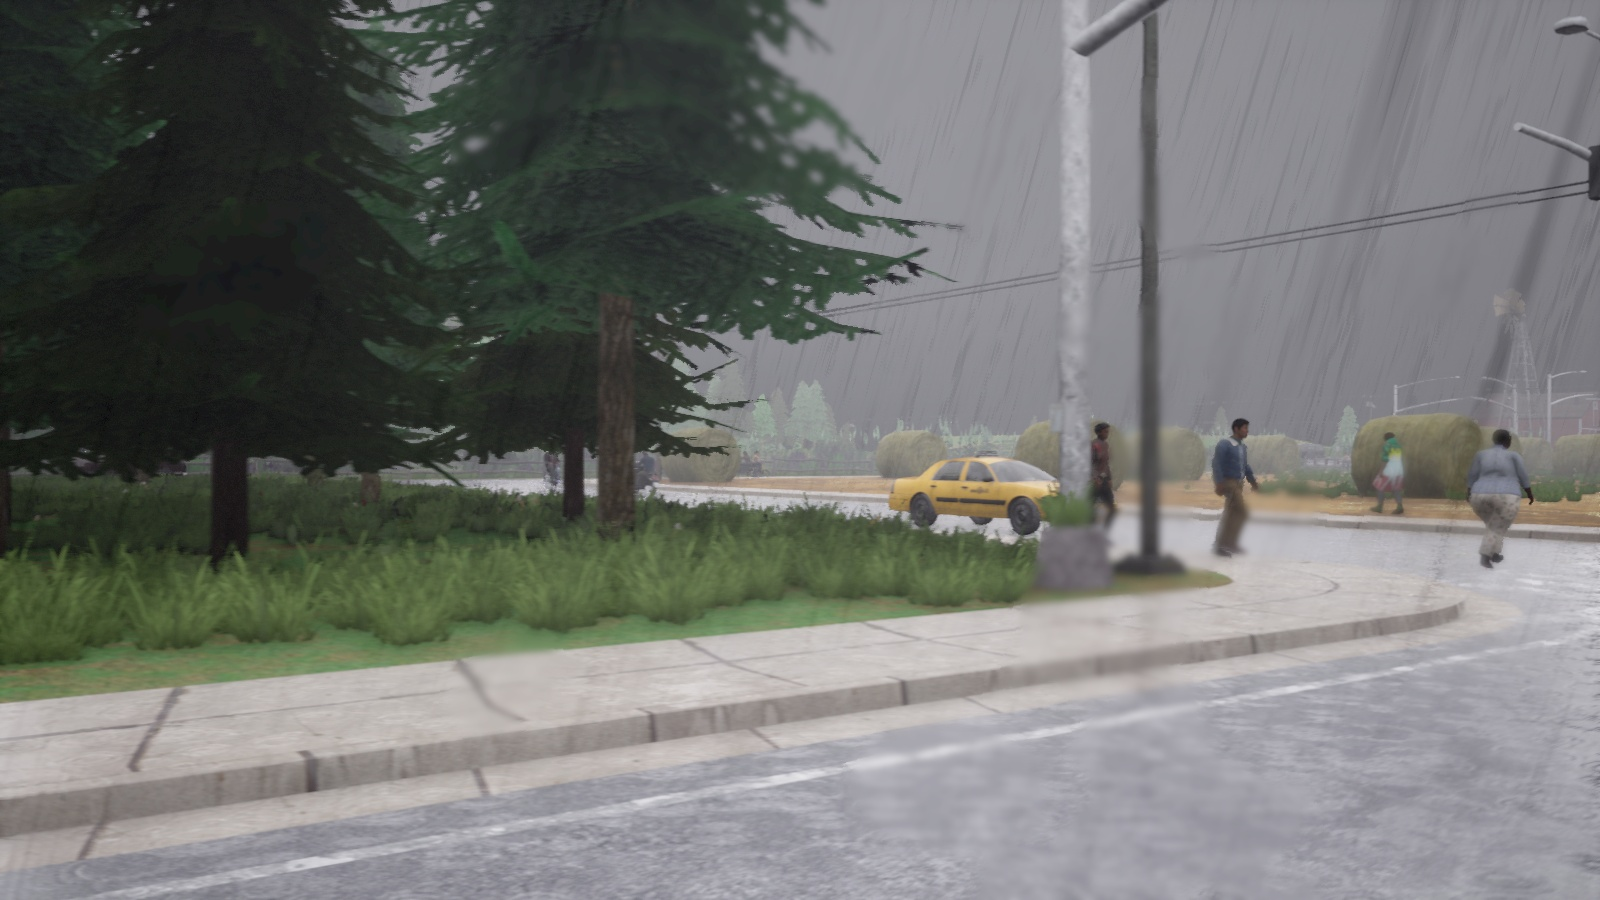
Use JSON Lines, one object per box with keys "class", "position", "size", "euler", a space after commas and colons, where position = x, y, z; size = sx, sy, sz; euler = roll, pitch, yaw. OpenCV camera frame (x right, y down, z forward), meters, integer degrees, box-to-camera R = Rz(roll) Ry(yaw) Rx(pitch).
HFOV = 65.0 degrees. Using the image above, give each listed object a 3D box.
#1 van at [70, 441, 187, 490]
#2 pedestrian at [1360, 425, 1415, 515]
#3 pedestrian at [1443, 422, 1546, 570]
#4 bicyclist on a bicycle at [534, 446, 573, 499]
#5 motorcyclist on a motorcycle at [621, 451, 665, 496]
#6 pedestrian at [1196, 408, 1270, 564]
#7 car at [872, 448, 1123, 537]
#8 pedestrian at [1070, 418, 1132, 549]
{"class": "van", "position": [-29.502, 0.658, 55.199], "size": [4.480, 2.038, 2.069], "euler": [0, 0, -30]}
{"class": "pedestrian", "position": [13.007, 0.444, 27.813], "size": [0.659, 1.952, 0.873], "euler": [0, 0, -25]}
{"class": "pedestrian", "position": [9.038, 0.582, 16.348], "size": [0.900, 1.855, 0.874], "euler": [0, 0, -37]}
{"class": "bicyclist on a bicycle", "position": [-8.567, 0.767, 43.572], "size": [0.659, 1.776, 1.843], "euler": [0, 0, -34]}
{"class": "motorcyclist on a motorcycle", "position": [-5.700, 0.849, 45.580], "size": [0.866, 1.590, 1.817], "euler": [0, 0, -34]}
{"class": "pedestrian", "position": [5.563, 0.455, 16.148], "size": [0.423, 1.949, 0.788], "euler": [0, 0, -40]}
{"class": "car", "position": [3.777, 0.764, 25.134], "size": [1.801, 1.575, 5.366], "euler": [0, 0, -34]}
{"class": "pedestrian", "position": [4.257, 0.462, 17.813], "size": [0.328, 1.805, 0.869], "euler": [0, 0, -33]}
